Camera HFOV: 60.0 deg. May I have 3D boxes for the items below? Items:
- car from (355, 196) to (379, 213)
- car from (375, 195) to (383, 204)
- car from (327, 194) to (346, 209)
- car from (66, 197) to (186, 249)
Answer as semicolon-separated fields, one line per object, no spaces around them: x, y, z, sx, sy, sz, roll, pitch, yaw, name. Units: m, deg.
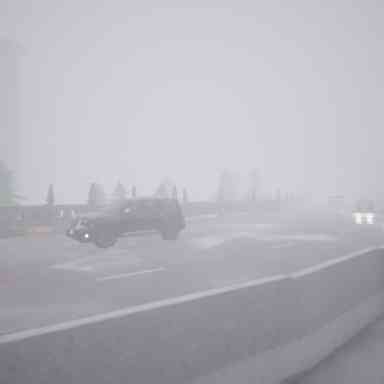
19.821;1.530;38.036;2.128;1.511;4.902;-1;-1;28;car
35.138;1.383;62.511;2.097;1.767;4.553;-1;0;24;car
21.144;1.311;48.630;2.150;2.045;5.566;-1;0;25;car
-2.812;1.278;15.358;5.566;2.045;2.150;0;0;-41;car
